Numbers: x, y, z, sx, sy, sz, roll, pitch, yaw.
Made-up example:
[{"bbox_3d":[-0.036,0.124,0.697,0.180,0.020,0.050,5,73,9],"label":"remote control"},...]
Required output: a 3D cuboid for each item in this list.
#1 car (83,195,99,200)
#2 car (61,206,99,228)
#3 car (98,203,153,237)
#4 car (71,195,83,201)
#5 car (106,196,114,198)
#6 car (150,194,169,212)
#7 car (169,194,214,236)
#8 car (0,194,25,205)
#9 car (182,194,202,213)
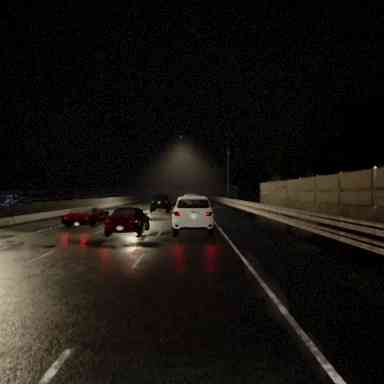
[{"bbox_3d":[-21.553,1.499,72.612,1.837,1.490,4.892,0,0,-1],"label":"car"},{"bbox_3d":[-6.956,1.623,22.252,1.895,1.301,4.718,0,0,0],"label":"car"},{"bbox_3d":[-3.439,1.544,18.102,1.812,1.442,4.674,0,0,0],"label":"car"},{"bbox_3d":[-25.065,1.494,73.389,2.128,1.511,4.902,0,0,-1],"label":"car"},{"bbox_3d":[-18.053,1.595,72.637,1.895,1.301,4.718,0,0,-1],"label":"car"},{"bbox_3d":[-3.562,1.262,38.628,2.150,2.045,5.566,0,0,0],"label":"car"},{"bbox_3d":[0.058,1.240,18.868,2.150,2.045,5.566,0,0,0],"label":"car"},{"bbox_3d":[-17.706,1.253,30.981,2.150,2.045,5.566,0,0,0],"label":"car"},{"bbox_3d":[-0.062,1.262,38.654,2.150,2.045,5.566,0,0,0],"label":"car"}]
